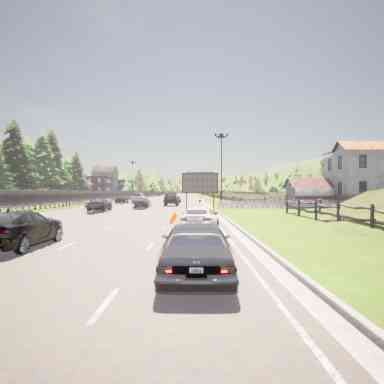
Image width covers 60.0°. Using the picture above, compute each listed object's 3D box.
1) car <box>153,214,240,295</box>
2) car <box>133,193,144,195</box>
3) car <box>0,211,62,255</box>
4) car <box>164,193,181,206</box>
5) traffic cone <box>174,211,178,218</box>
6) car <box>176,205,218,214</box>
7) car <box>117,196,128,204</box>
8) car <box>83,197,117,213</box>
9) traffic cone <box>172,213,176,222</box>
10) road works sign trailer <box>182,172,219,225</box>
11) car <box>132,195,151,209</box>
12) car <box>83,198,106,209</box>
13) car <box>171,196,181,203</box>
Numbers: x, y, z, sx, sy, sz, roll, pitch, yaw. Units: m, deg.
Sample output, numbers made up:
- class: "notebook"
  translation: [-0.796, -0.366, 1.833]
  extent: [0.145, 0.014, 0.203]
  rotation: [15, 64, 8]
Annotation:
- class: "car"
  translation: [0.112, 1.547, 8.883]
  extent: [2.033, 1.411, 5.357]
  rotation: [0, 0, 1]
- class: "car"
  translation: [-10.293, 1.217, 64.621]
  extent: [2.150, 2.045, 5.566]
  rotation: [0, 0, 0]
- class: "car"
  translation: [-6.879, 1.477, 13.253]
  extent: [1.882, 1.535, 5.008]
  rotation: [0, 0, 0]
- class: "car"
  translation: [-3.311, 1.221, 53.422]
  extent: [2.150, 2.045, 5.566]
  rotation: [0, 0, 0]
- class: "traffic cone"
  translation: [-1.446, 1.955, 25.240]
  extent: [0.340, 0.580, 0.340]
  rotation: [0, 0, 0]
- class: "car"
  translation: [0.423, 1.542, 18.495]
  extent: [1.812, 1.442, 4.674]
  rotation: [-1, -1, 7]
- class: "car"
  translation: [-13.792, 1.503, 65.196]
  extent: [1.837, 1.490, 4.892]
  rotation: [0, 0, 0]
- class: "car"
  translation: [-10.339, 1.490, 37.385]
  extent: [2.128, 1.511, 4.902]
  rotation: [0, 0, 0]
- class: "traffic cone"
  translation: [-1.449, 1.955, 23.240]
  extent: [0.340, 0.580, 0.340]
  rotation: [0, 0, 0]
- class: "road works sign trailer"
  translation: [0.526, 0.464, 22.107]
  extent: [2.380, 3.560, 2.880]
  rotation: [0, 0, -2]
- class: "car"
  translation: [-6.824, 1.525, 45.912]
  extent: [1.812, 1.442, 4.674]
  rotation: [0, 0, 0]
- class: "car"
  translation: [-13.822, 1.600, 47.249]
  extent: [1.895, 1.301, 4.718]
  rotation: [0, 0, 0]
- class: "car"
  translation: [-3.286, 1.564, 68.637]
  extent: [1.994, 1.385, 4.181]
  rotation: [0, 0, 0]
